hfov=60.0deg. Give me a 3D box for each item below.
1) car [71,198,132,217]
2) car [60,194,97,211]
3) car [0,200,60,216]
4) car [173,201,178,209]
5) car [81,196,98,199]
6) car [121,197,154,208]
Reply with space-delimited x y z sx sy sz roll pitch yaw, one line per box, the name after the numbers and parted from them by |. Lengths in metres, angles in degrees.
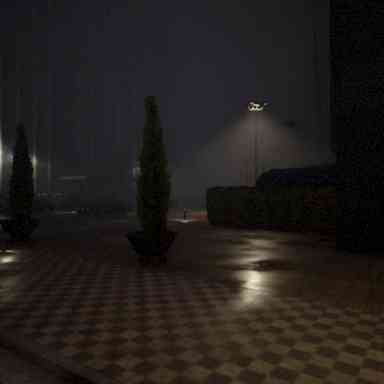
-8.037 1.547 30.918 2.033 1.411 5.357 0 0 35 | car
-14.038 1.221 41.032 2.150 2.045 5.566 0 0 35 | car
-15.825 1.505 32.329 1.837 1.490 4.892 0 0 35 | car
-3.720 1.491 43.253 2.128 1.511 4.902 0 0 35 | car
-10.494 1.505 39.990 1.837 1.490 4.892 0 0 35 | car
-8.046 1.492 49.614 2.128 1.511 4.902 0 0 35 | car
